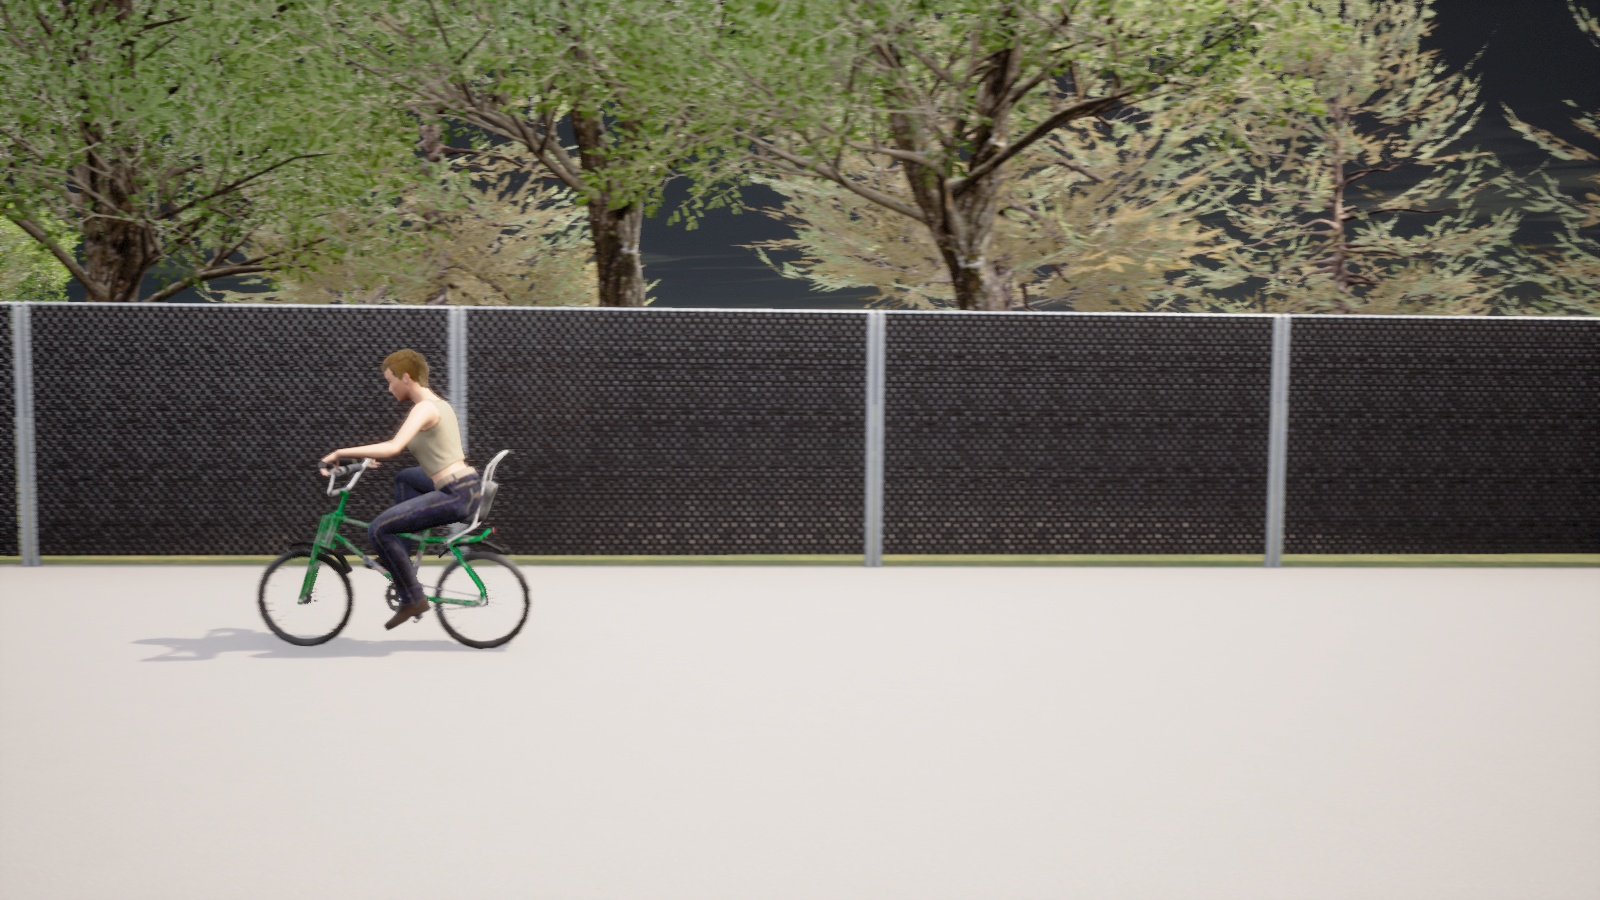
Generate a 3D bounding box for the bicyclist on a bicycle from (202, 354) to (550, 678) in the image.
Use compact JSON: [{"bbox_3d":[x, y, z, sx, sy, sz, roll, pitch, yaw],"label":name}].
[{"bbox_3d":[-2.194,0.308,6.697,1.509,1.612,0.866,0,4,1],"label":"bicyclist on a bicycle"}]
